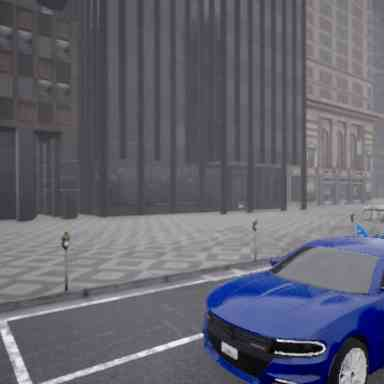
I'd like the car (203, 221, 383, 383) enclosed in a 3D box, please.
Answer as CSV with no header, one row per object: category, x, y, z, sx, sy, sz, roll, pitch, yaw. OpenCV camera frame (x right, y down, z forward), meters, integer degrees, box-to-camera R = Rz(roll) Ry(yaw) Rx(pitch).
car,2.445,1.475,5.124,5.008,1.535,1.882,0,0,-36

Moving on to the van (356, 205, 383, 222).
van,7.594,1.334,12.074,3.998,1.788,1.690,0,0,-36
